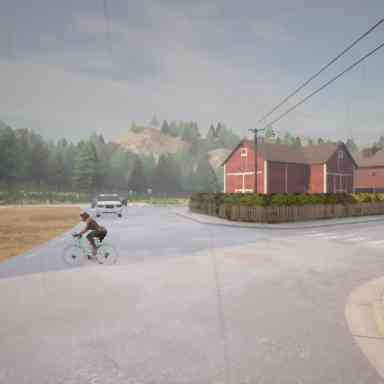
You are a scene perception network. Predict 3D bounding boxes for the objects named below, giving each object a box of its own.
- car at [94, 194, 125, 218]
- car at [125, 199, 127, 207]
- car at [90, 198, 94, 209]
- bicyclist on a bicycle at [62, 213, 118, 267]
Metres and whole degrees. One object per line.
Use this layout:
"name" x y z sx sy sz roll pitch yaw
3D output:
"car" -7.650 1.220 30.542 2.150 2.045 5.566 0 0 -16
"car" -11.548 1.474 52.312 1.882 1.535 5.008 0 0 -25
"car" -13.152 1.494 46.567 1.837 1.490 4.892 0 0 -20
"bicyclist on a bicycle" -3.080 1.452 10.051 1.656 1.620 0.582 0 0 -4
